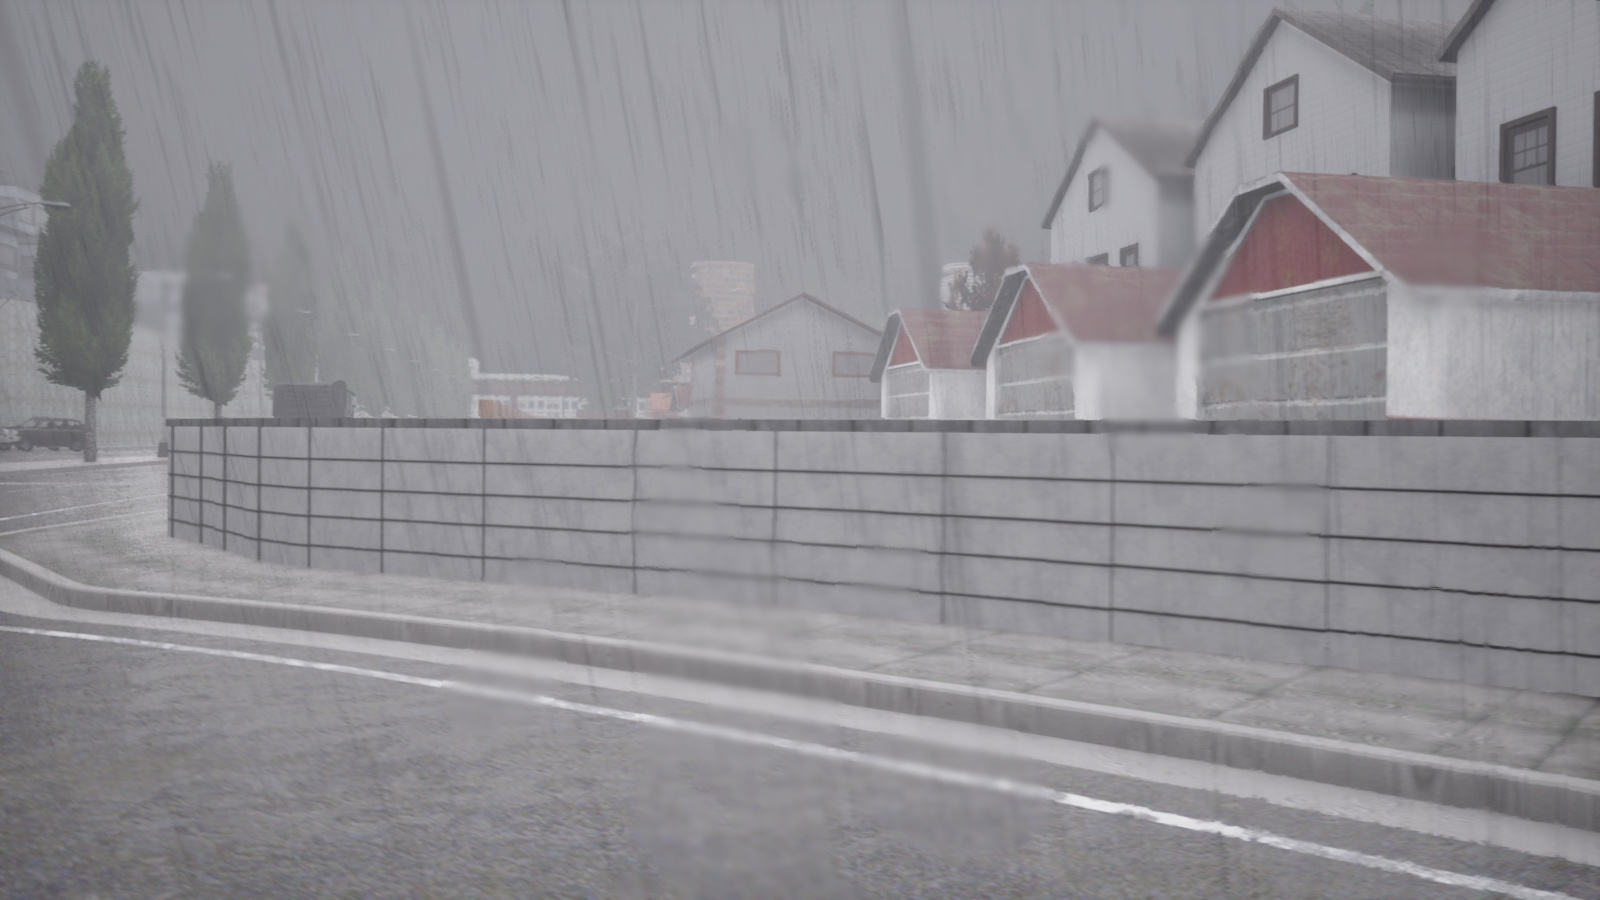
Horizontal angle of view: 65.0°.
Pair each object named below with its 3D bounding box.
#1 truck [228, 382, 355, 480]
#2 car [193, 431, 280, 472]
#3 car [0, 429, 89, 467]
[{"bbox_3d":[-19.466,-0.719,48.586,2.891,3.462,7.936,-1,1,-10],"label":"truck"},{"bbox_3d":[-23.853,0.017,53.357,2.152,1.651,5.027,-1,1,-10],"label":"car"},{"bbox_3d":[-40.228,-0.123,66.125,1.932,1.855,4.605,2,1,23],"label":"car"}]
